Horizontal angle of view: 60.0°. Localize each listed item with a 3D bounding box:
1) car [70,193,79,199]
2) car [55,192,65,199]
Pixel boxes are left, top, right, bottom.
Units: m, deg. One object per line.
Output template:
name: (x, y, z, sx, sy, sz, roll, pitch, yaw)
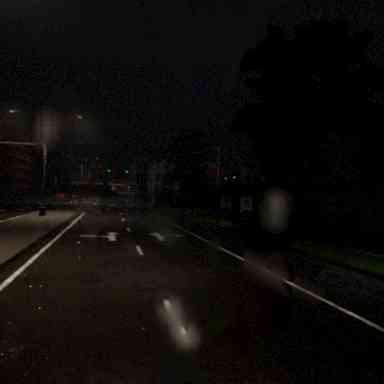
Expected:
car: (-30.479, 1.088, 86.329, 2.128, 1.511, 4.902, 2, -1, -14)
car: (-33.872, 0.779, 85.508, 2.097, 1.767, 4.553, 2, -1, -14)
